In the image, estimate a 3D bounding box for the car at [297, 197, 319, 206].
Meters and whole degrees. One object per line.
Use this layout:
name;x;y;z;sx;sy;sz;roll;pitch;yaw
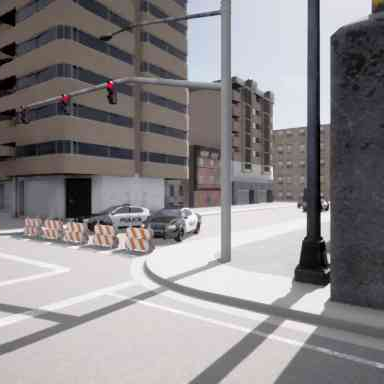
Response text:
car;16.529;1.295;47.308;1.853;1.218;4.536;0;0;36

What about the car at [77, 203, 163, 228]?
car;-4.122;1.295;19.276;4.536;1.218;1.853;0;0;-29

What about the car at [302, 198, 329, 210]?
car;14.324;1.295;38.389;1.853;1.218;4.536;0;0;36

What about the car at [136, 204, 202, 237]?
car;-0.960;1.295;16.616;1.853;1.218;4.536;0;0;16

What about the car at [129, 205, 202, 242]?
car;-0.974;1.453;16.566;2.038;1.542;4.974;0;0;16

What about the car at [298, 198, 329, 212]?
car;14.294;1.453;38.347;2.038;1.542;4.974;0;0;36

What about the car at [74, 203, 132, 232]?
car;-4.167;1.453;19.250;4.974;1.542;2.038;0;0;-29
